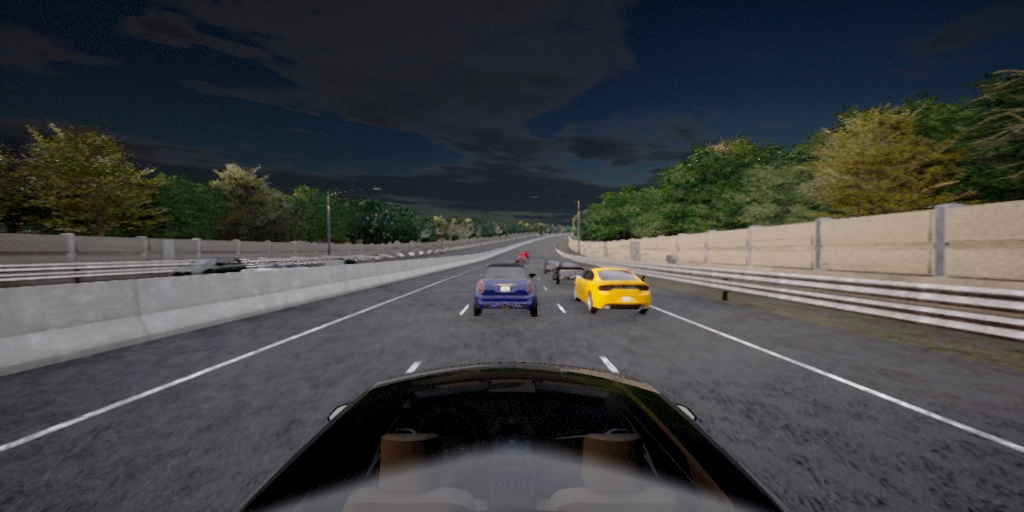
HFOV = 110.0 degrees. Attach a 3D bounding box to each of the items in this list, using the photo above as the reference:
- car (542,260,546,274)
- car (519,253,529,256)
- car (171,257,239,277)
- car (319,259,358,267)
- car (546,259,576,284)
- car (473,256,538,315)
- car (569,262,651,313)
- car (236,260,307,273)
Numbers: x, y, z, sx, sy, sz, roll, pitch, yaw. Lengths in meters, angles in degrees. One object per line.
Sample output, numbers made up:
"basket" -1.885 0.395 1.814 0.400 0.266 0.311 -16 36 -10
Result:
"car" 3.998 0.973 35.338 2.033 1.411 5.357 0 1 2
"car" 1.578 0.579 61.082 1.895 1.301 4.718 0 1 3
"car" -20.843 0.881 24.920 2.097 1.767 4.553 0 1 1
"car" -13.759 1.001 28.515 1.837 1.490 4.892 0 0 1
"car" 3.729 1.059 24.451 2.128 1.511 4.902 0 1 1
"car" -0.167 1.024 13.274 2.097 1.767 4.553 0 0 1
"car" 3.563 1.152 13.561 1.882 1.535 5.008 0 0 1
"car" -17.318 1.118 26.327 1.895 1.301 4.718 0 1 1
